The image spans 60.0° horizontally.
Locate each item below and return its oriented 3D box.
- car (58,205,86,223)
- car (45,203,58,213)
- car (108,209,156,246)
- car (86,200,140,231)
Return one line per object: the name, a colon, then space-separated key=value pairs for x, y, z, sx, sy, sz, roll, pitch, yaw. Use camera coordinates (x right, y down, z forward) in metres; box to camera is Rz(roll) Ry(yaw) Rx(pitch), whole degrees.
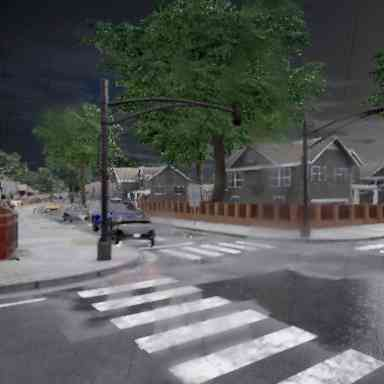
car: x=-10.617 y=2.004 z=30.694 sx=2.128 sy=1.511 sz=4.902 roll=0 pitch=0 yaw=-30
car: x=-20.632 y=2.300 z=49.093 sx=1.882 sy=1.535 sz=5.008 roll=0 pitch=-1 yaw=-27
car: x=-2.978 y=1.741 z=16.500 sx=2.128 sy=1.511 sz=4.902 roll=1 pitch=-3 yaw=-15
car: x=-4.780 y=1.579 z=21.351 sx=2.150 sy=2.045 sz=5.566 roll=0 pitch=-1 yaw=-32
